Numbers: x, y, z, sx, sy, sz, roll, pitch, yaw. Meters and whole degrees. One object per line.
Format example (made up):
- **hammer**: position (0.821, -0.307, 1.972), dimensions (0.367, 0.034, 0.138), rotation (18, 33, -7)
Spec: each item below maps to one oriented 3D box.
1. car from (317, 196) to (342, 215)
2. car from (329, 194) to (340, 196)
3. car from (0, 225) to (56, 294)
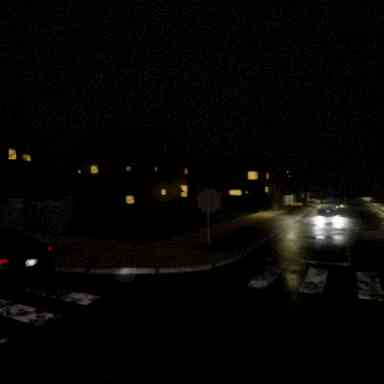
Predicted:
- **car**: position (12.483, 1.333, 30.309), dimensions (1.895, 1.301, 4.718), rotation (-1, 0, 25)
- **car**: position (21.238, 1.022, 49.454), dimensions (1.882, 1.535, 5.008), rotation (-1, 0, 25)
- **car**: position (-5.234, 1.392, 7.433), dimensions (4.181, 1.385, 1.994), rotation (1, 1, 16)
